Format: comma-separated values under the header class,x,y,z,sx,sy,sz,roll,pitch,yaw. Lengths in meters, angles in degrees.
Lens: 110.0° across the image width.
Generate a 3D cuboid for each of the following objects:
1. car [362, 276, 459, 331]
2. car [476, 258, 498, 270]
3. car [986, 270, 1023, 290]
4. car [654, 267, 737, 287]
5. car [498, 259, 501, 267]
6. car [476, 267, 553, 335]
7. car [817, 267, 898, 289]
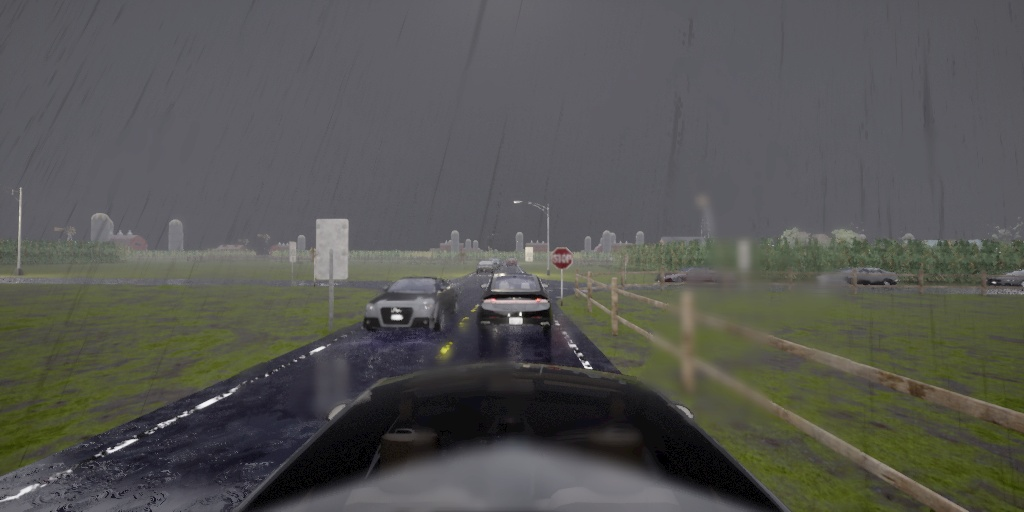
class,x,y,z,sx,sy,sz,roll,pitch,yaw
car,-2.817,1.317,10.807,1.994,1.385,4.181,0,0,1
car,-2.952,1.222,40.885,1.882,1.535,5.008,0,0,0
car,37.571,1.740,26.136,4.892,1.490,1.837,1,-1,0
car,13.358,1.490,26.170,5.357,1.411,2.033,1,-1,0
car,-2.972,1.301,49.862,1.994,1.385,4.181,0,0,0
car,0.080,1.245,10.514,2.128,1.511,4.902,0,0,0
car,25.105,1.571,26.162,4.902,1.511,2.128,0,-1,0
